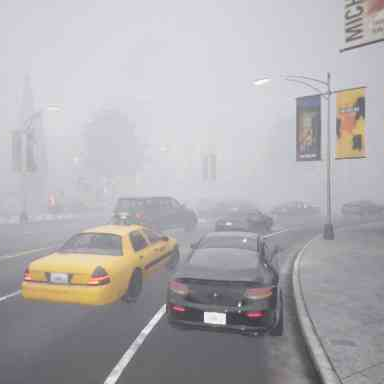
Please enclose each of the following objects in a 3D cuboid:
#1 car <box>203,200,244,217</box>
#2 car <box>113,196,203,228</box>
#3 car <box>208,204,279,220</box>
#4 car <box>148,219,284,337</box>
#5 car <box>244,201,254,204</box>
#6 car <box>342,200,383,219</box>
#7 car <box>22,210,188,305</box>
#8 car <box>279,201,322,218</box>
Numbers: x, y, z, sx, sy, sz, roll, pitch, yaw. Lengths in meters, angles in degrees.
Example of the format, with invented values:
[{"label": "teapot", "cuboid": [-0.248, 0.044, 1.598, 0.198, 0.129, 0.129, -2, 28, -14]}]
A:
[{"label": "car", "cuboid": [2.171, 1.564, 28.504, 4.181, 1.385, 1.994, 0, 0, -44]}, {"label": "car", "cuboid": [-1.792, 1.223, 17.358, 2.150, 2.045, 5.566, 0, 0, 29]}, {"label": "car", "cuboid": [2.967, 1.564, 18.339, 1.994, 1.385, 4.181, 0, 0, 34]}, {"label": "car", "cuboid": [0.836, 1.525, 6.696, 1.812, 1.442, 4.674, 0, 0, 13]}, {"label": "car", "cuboid": [4.611, 1.548, 35.249, 5.357, 1.411, 2.033, 0, 0, -36]}, {"label": "car", "cuboid": [15.421, 1.494, 29.632, 4.902, 1.511, 2.128, 0, 0, -31]}, {"label": "car", "cuboid": [-1.699, 1.456, 8.219, 1.801, 1.575, 5.366, 0, 0, 13]}, {"label": "car", "cuboid": [9.466, 1.549, 30.011, 5.357, 1.411, 2.033, 0, 0, -36]}]
